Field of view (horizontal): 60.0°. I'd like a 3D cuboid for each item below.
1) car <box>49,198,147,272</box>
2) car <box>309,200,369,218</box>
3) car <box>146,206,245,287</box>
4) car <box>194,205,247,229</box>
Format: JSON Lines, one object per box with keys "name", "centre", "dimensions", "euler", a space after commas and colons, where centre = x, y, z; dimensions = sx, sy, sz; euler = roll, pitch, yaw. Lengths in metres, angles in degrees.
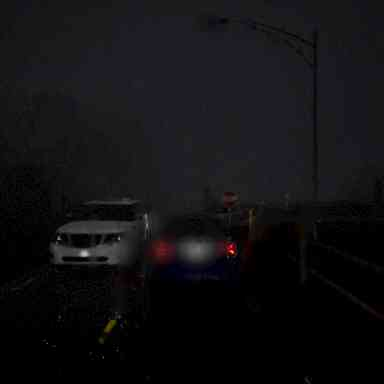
{"name": "car", "centre": [-2.748, 1.242, 11.261], "dimensions": [2.150, 2.045, 5.566], "euler": [0, 0, 0]}
{"name": "car", "centre": [13.065, 1.472, 29.660], "dimensions": [5.008, 1.535, 1.882], "euler": [-1, -1, -2]}
{"name": "car", "centre": [0.102, 1.368, 9.541], "dimensions": [2.097, 1.767, 4.553], "euler": [0, 0, 0]}
{"name": "car", "centre": [2.079, 1.625, 22.869], "dimensions": [1.895, 1.301, 4.718], "euler": [-1, 0, 28]}
